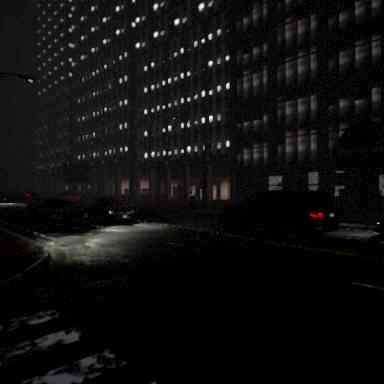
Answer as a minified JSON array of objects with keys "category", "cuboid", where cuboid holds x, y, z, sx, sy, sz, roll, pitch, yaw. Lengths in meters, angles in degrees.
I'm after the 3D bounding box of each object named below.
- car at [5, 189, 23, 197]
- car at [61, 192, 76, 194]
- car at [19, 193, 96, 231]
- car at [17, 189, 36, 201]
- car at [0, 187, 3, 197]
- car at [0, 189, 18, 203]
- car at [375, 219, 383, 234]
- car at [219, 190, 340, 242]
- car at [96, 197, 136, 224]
[{"category":"car","cuboid":[-32.363,0.144,60.505,1.812,1.442,4.674,-1,1,-42]},{"category":"car","cuboid":[-15.824,0.658,41.989,1.895,1.301,4.718,-1,1,-42]},{"category":"car","cuboid":[-7.149,1.032,17.338,1.882,1.535,5.008,-1,1,-42]},{"category":"car","cuboid":[-21.374,0.523,43.323,1.812,1.442,4.674,-1,1,-42]},{"category":"car","cuboid":[-35.116,-0.015,58.708,2.097,1.767,4.553,-1,1,-42]},{"category":"car","cuboid":[-22.693,0.618,39.674,1.994,1.385,4.181,-1,1,-41]},{"category":"car","cuboid":[10.205,1.305,12.841,2.033,1.411,5.357,-1,1,-42]},{"category":"car","cuboid":[3.750,0.918,15.159,2.150,2.045,5.566,-1,3,-42]},{"category":"car","cuboid":[-5.241,1.044,20.083,1.812,1.442,4.674,-1,1,-42]}]
